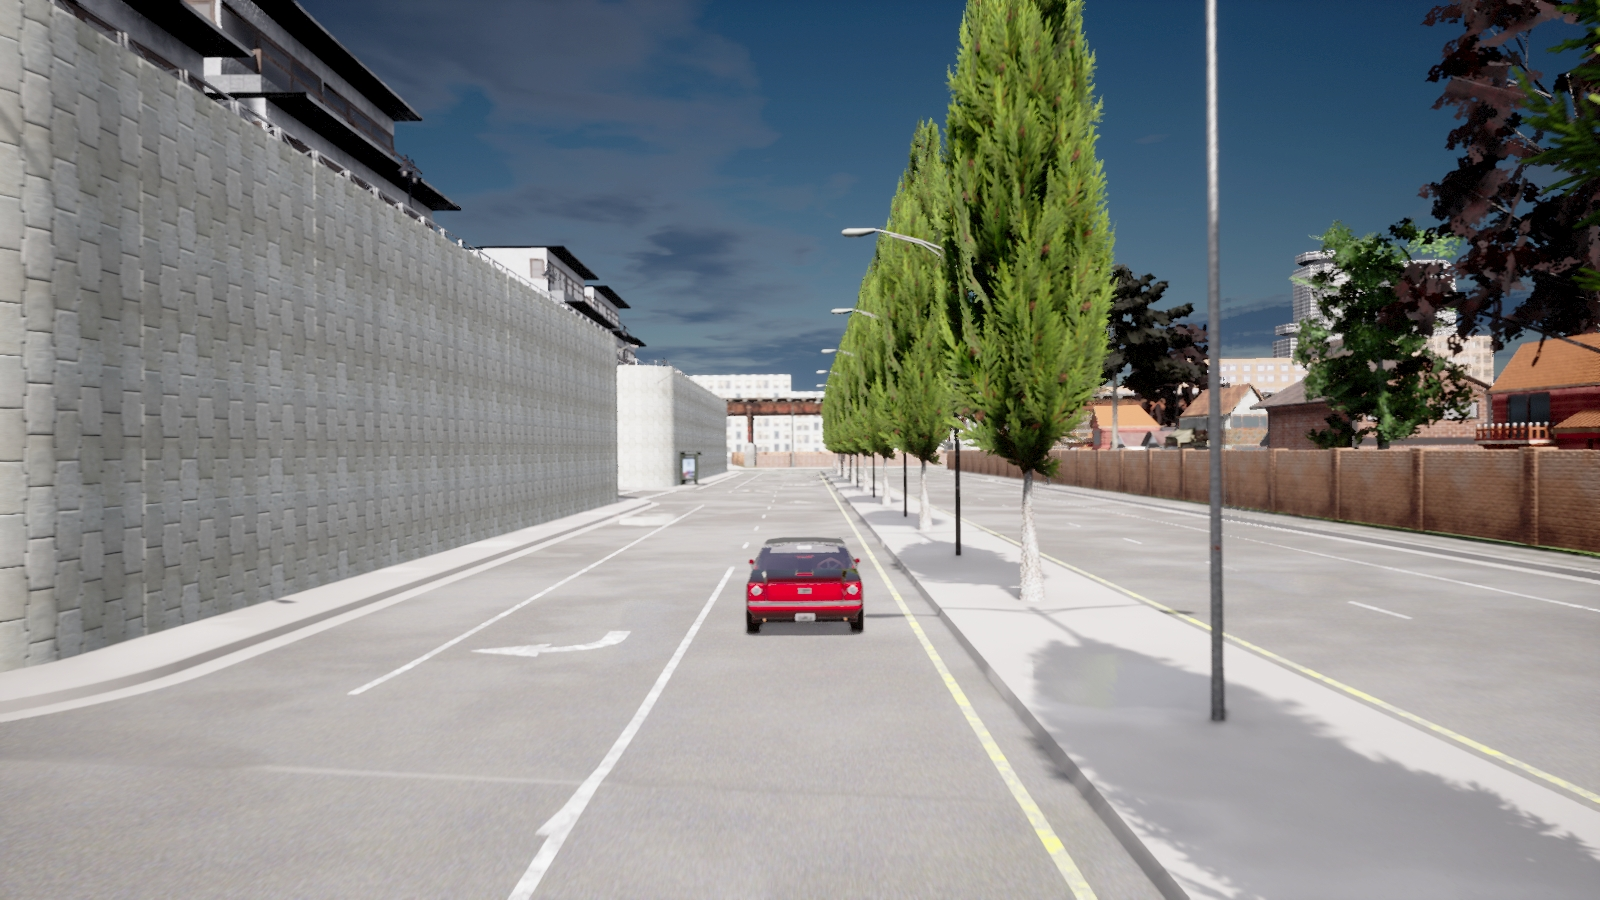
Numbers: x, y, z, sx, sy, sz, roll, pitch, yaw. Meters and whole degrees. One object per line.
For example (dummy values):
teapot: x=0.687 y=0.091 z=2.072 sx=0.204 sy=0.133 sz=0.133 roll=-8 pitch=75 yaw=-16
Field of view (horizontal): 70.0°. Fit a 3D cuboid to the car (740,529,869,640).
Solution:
car: x=0.079 y=2.153 z=19.273 sx=1.895 sy=1.301 sz=4.718 roll=-1 pitch=0 yaw=0
